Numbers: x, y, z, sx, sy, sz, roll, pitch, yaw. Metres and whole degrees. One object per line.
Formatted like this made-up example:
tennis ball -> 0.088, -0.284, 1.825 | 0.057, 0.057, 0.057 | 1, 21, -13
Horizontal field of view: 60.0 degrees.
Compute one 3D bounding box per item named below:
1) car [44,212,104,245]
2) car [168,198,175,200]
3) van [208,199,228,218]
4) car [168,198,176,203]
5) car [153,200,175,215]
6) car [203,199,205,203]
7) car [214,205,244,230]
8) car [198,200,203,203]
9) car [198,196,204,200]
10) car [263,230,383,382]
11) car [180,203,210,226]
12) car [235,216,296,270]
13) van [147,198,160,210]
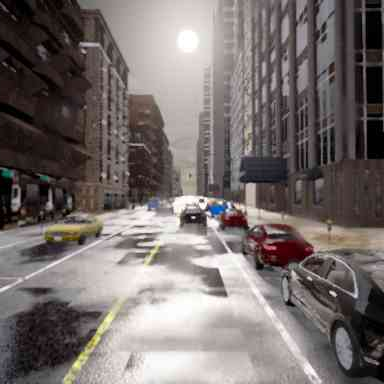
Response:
car -> -5.681, 1.677, 16.531 | 1.752, 1.417, 4.829 | 1, -1, 0
car -> -5.692, 2.342, 88.551 | 2.008, 1.369, 4.403 | 1, -1, 0
van -> 2.700, 1.645, 33.655 | 1.690, 1.788, 3.998 | 1, -1, 0
car -> -5.693, 2.392, 94.206 | 2.008, 1.369, 4.403 | 1, -1, 0
car -> -3.080, 1.915, 38.939 | 1.994, 1.385, 4.181 | 0, 0, 0
car -> 2.694, 1.987, 44.953 | 1.802, 1.307, 4.206 | 1, -1, 0
car -> 2.697, 1.785, 22.350 | 1.802, 1.307, 4.206 | 1, -1, 0
car -> 0.093, 1.979, 41.947 | 1.895, 1.301, 4.718 | 0, -1, 0
car -> 2.687, 2.423, 94.209 | 1.802, 1.307, 4.206 | 1, -1, 0
car -> 2.701, 1.601, 5.398 | 2.008, 1.369, 4.403 | 1, -1, 0
car -> 0.097, 1.795, 25.481 | 1.994, 1.385, 4.181 | 0, 0, 0
car -> 2.699, 1.684, 11.048 | 1.802, 1.307, 4.206 | 1, -1, 0
van -> -5.769, 1.797, 50.638 | 1.690, 1.788, 3.998 | 1, -1, 0
